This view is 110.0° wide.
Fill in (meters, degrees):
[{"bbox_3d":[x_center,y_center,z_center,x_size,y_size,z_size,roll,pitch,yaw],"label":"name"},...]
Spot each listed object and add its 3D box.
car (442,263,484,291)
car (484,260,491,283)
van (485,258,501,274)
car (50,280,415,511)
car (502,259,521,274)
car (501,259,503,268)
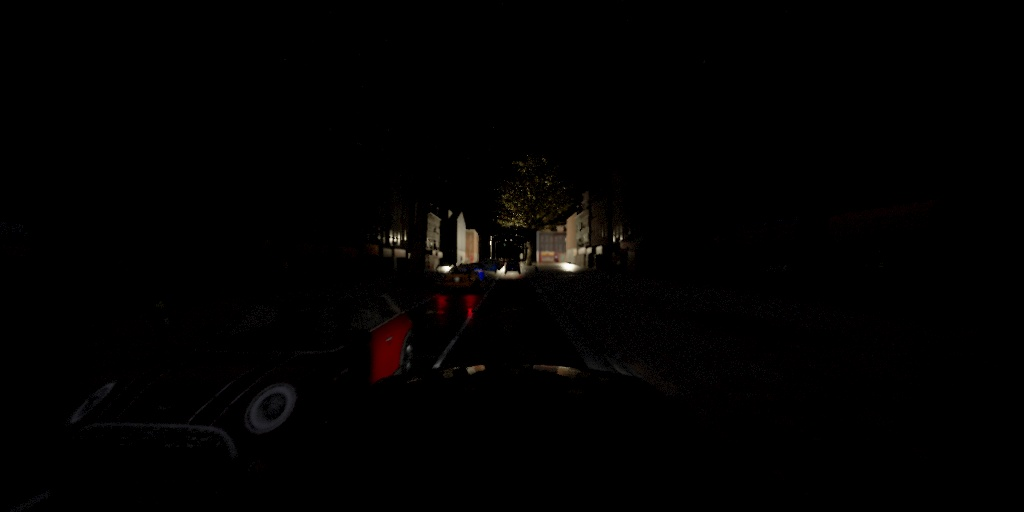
[{"bbox_3d":[-3.015,1.252,22.221,1.801,1.575,5.366,0,0,0],"label":"car"},{"bbox_3d":[-2.999,1.292,29.034,1.882,1.535,5.008,0,0,0],"label":"car"},{"bbox_3d":[-2.610,1.204,43.253,1.690,1.789,3.998,0,0,0],"label":"van"},{"bbox_3d":[-2.643,1.191,4.508,1.967,1.591,4.097,0,0,0],"label":"car"},{"bbox_3d":[0.091,1.349,44.118,1.882,1.535,5.008,0,0,0],"label":"car"},{"bbox_3d":[-2.600,1.470,54.323,1.948,1.339,4.313,0,0,0],"label":"car"}]
